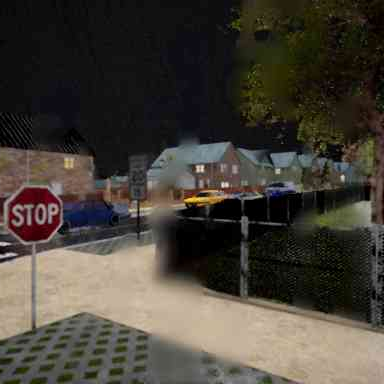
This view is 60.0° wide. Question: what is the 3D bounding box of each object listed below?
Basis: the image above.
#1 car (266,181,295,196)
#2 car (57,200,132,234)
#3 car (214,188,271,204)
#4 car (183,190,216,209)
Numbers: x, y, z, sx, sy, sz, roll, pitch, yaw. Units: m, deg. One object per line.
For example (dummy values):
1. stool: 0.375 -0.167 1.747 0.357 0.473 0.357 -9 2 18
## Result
1. car: 9.947 -0.157 37.937 2.150 2.045 5.566 -1 3 36
2. car: -5.460 1.108 16.641 2.033 1.411 5.357 -1 2 35
3. car: 3.797 0.680 24.457 1.994 1.385 4.181 -1 2 36
4. car: 1.309 0.622 26.028 1.882 1.535 5.008 -1 2 36
